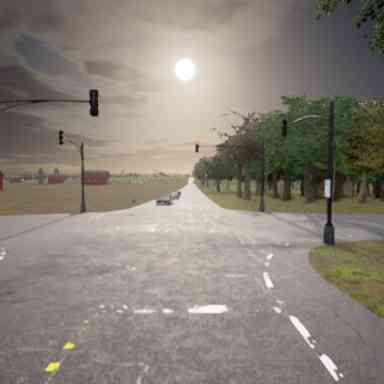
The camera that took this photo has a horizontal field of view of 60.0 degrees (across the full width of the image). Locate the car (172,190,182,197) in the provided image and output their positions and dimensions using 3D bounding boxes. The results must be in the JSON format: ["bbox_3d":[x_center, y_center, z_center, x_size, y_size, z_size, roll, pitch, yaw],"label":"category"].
[{"bbox_3d":[-3.365,0.293,75.059,1.895,1.301,4.718,0,1,0],"label":"car"}]

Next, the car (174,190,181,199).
[{"bbox_3d":[-3.412,0.605,62.759,2.128,1.511,4.902,0,1,0],"label":"car"}]

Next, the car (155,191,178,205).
[{"bbox_3d":[-3.512,0.976,43.882,2.033,1.411,5.357,0,1,4],"label":"car"}]
